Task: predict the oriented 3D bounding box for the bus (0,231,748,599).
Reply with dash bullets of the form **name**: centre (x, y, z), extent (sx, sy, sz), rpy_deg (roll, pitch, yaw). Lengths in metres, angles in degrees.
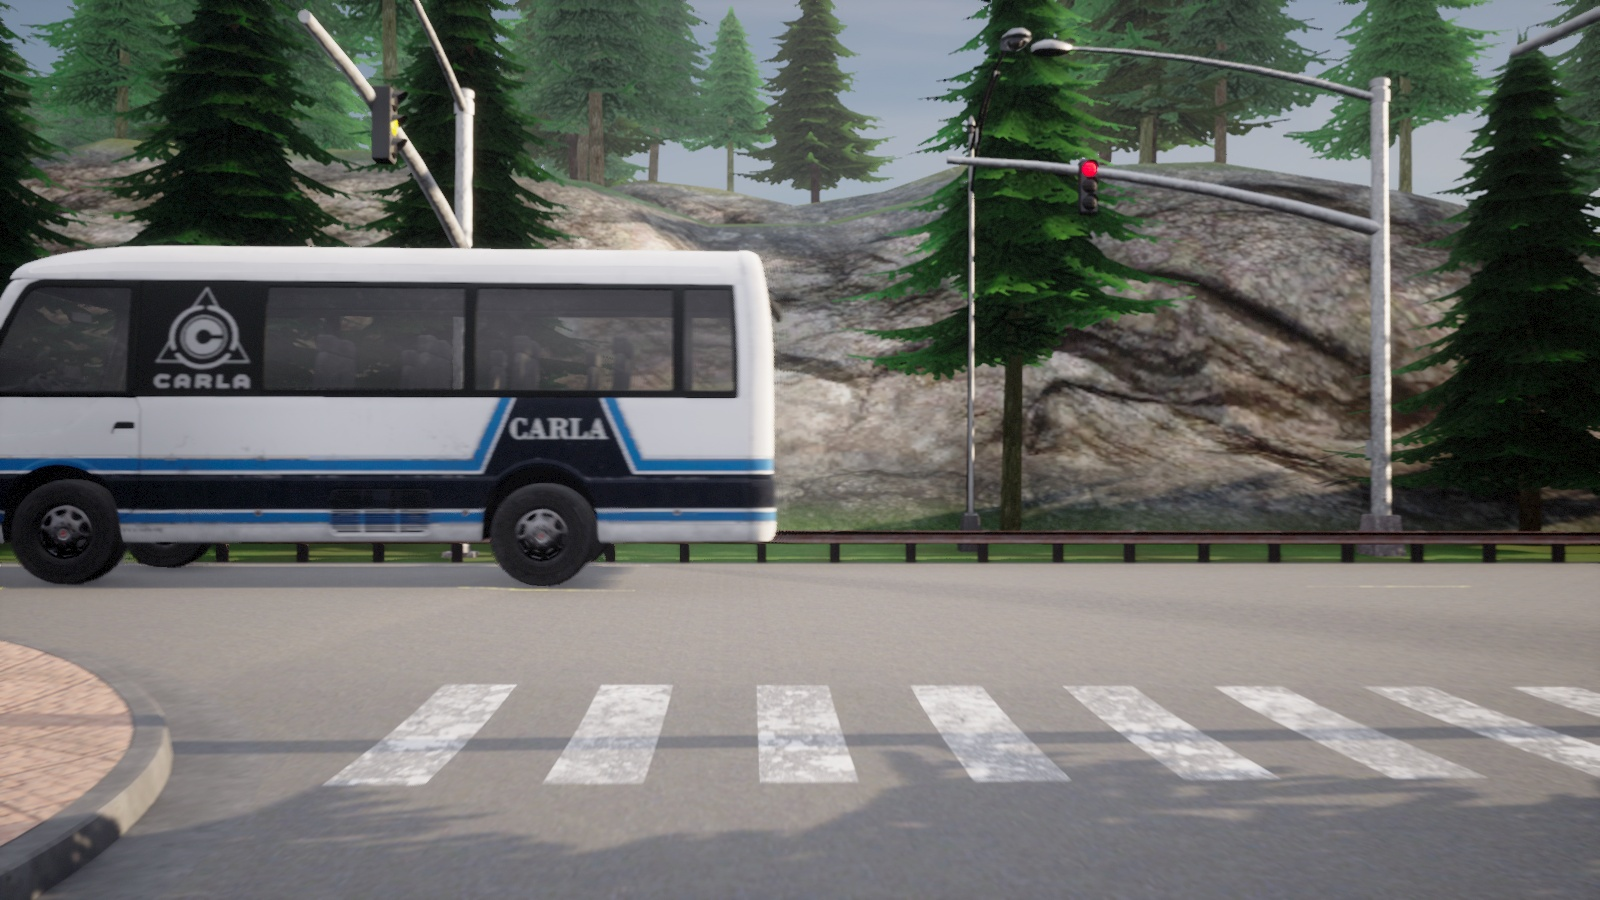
- **bus**: centre (-5.872, -0.411, 16.662), extent (10.273, 4.253, 3.944), rpy_deg (0, -1, -3)
